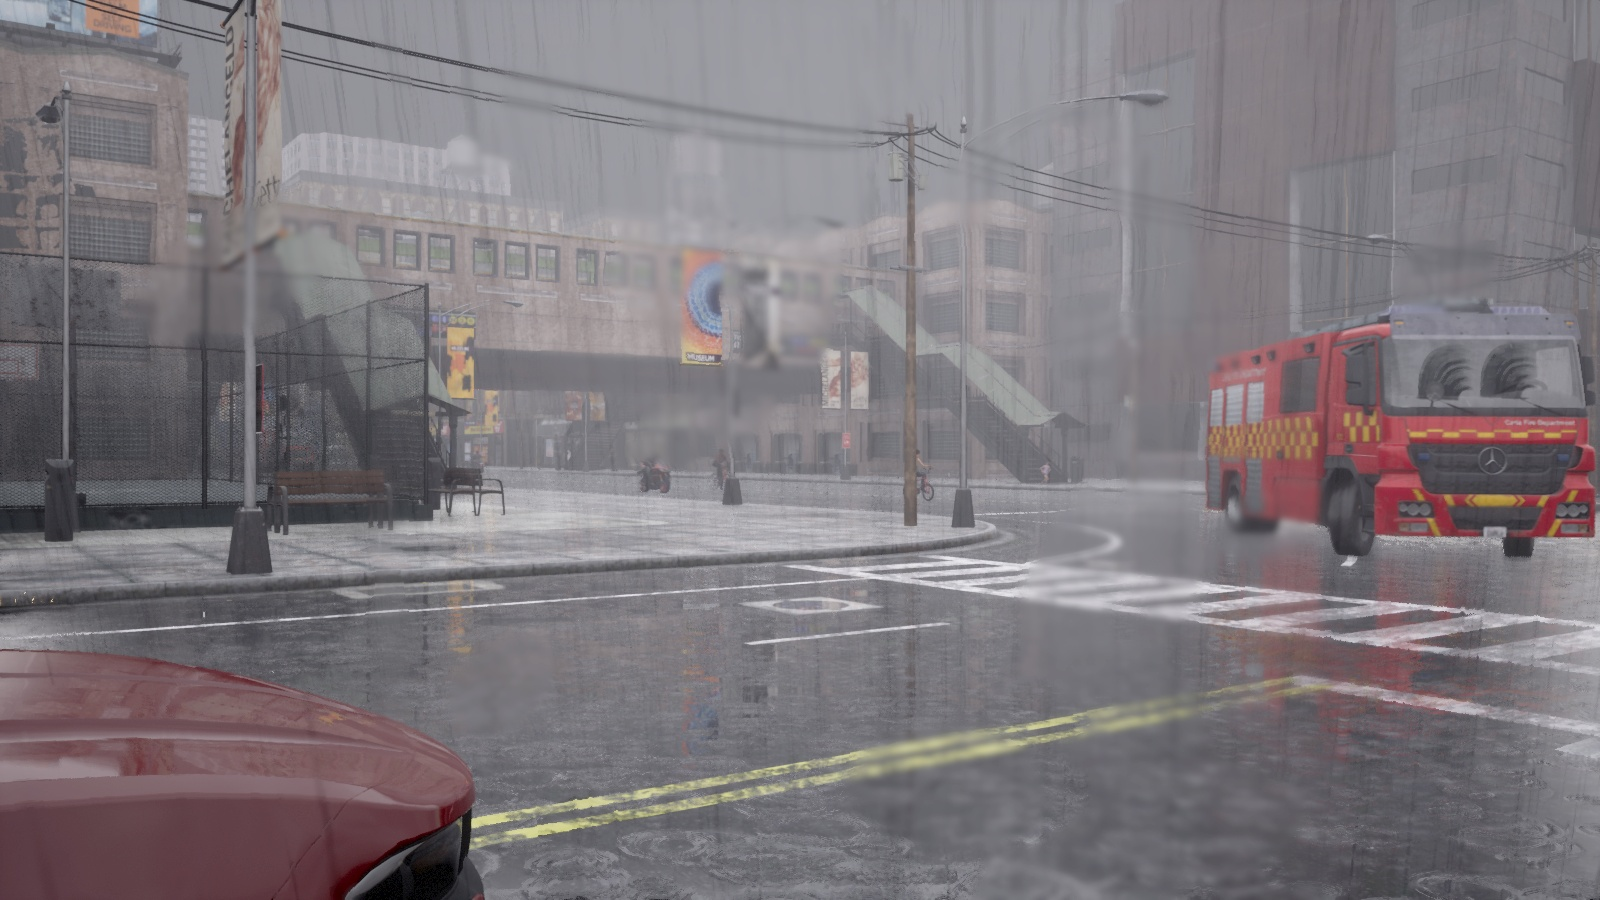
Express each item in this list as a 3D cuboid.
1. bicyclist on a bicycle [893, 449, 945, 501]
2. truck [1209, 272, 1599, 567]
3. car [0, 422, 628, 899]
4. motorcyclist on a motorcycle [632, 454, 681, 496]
[{"bbox_3d":[3.733,0.770,39.578,0.866,1.612,1.509,0,0,-35],"label":"bicyclist on a bicycle"},{"bbox_3d":[9.349,-0.389,20.581,2.891,3.827,8.468,0,0,3],"label":"truck"},{"bbox_3d":[-2.898,0.733,1.605,5.008,1.535,1.882,0,0,-36],"label":"car"},{"bbox_3d":[-5.320,0.905,46.508,0.866,1.530,2.191,0,0,-35],"label":"motorcyclist on a motorcycle"}]
